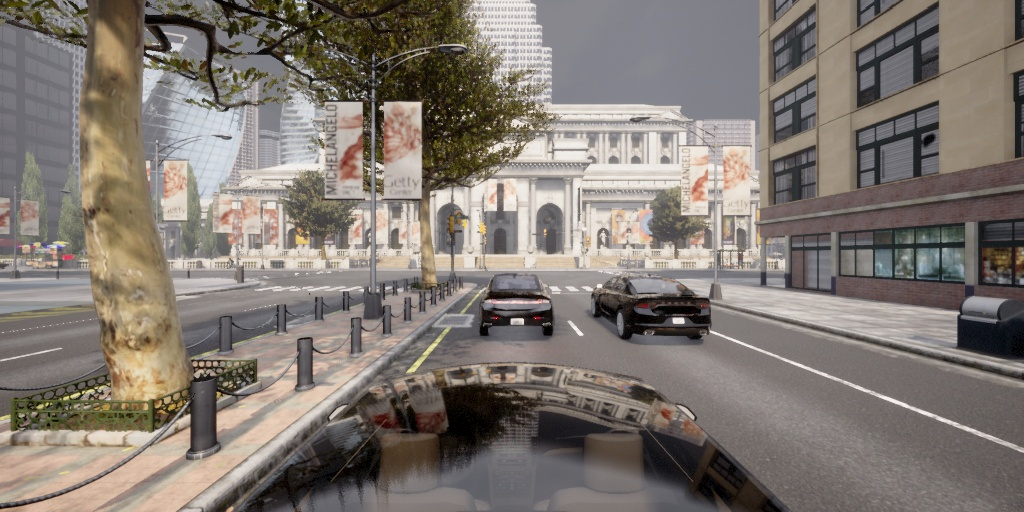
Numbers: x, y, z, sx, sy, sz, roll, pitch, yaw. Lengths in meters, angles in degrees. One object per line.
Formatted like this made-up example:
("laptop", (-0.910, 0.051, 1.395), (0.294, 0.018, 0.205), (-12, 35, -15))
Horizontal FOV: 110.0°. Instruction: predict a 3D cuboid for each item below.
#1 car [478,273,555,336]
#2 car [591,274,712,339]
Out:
("car", (0.080, 1.242, 10.376), (2.128, 1.511, 4.902), (0, 0, -1))
("car", (3.565, 1.228, 10.109), (1.882, 1.535, 5.008), (0, 0, 0))
